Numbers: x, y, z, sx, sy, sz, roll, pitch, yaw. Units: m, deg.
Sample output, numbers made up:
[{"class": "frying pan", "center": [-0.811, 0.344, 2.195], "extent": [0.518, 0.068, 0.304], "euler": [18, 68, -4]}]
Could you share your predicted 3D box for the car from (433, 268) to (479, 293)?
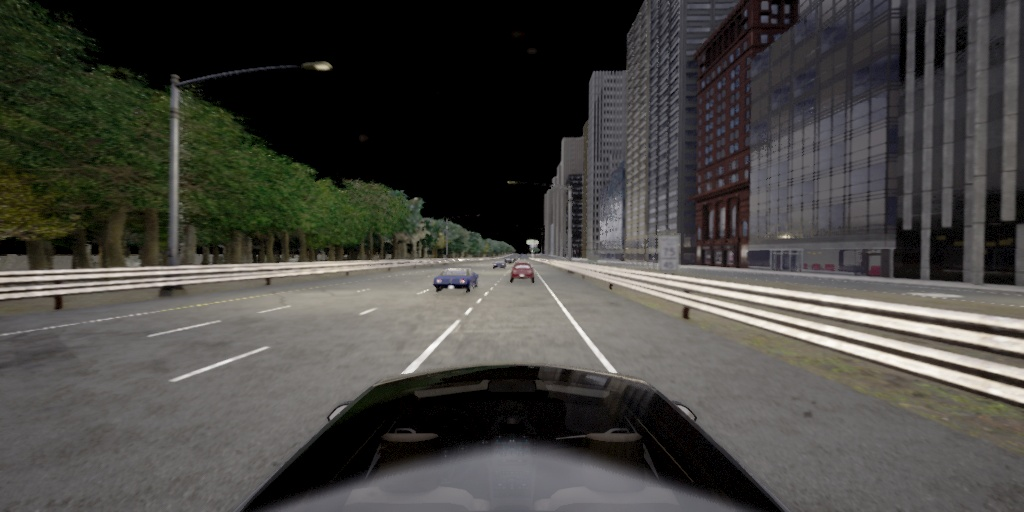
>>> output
[{"class": "car", "center": [-3.044, 1.324, 20.582], "extent": [1.895, 1.301, 4.718], "euler": [0, 0, 2]}]

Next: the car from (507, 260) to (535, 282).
[{"class": "car", "center": [0.837, 1.281, 29.090], "extent": [1.812, 1.442, 4.674], "euler": [0, 0, 2]}]

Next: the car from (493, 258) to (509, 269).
[{"class": "car", "center": [-1.893, 1.340, 56.238], "extent": [1.895, 1.301, 4.718], "euler": [0, 0, 2]}]
